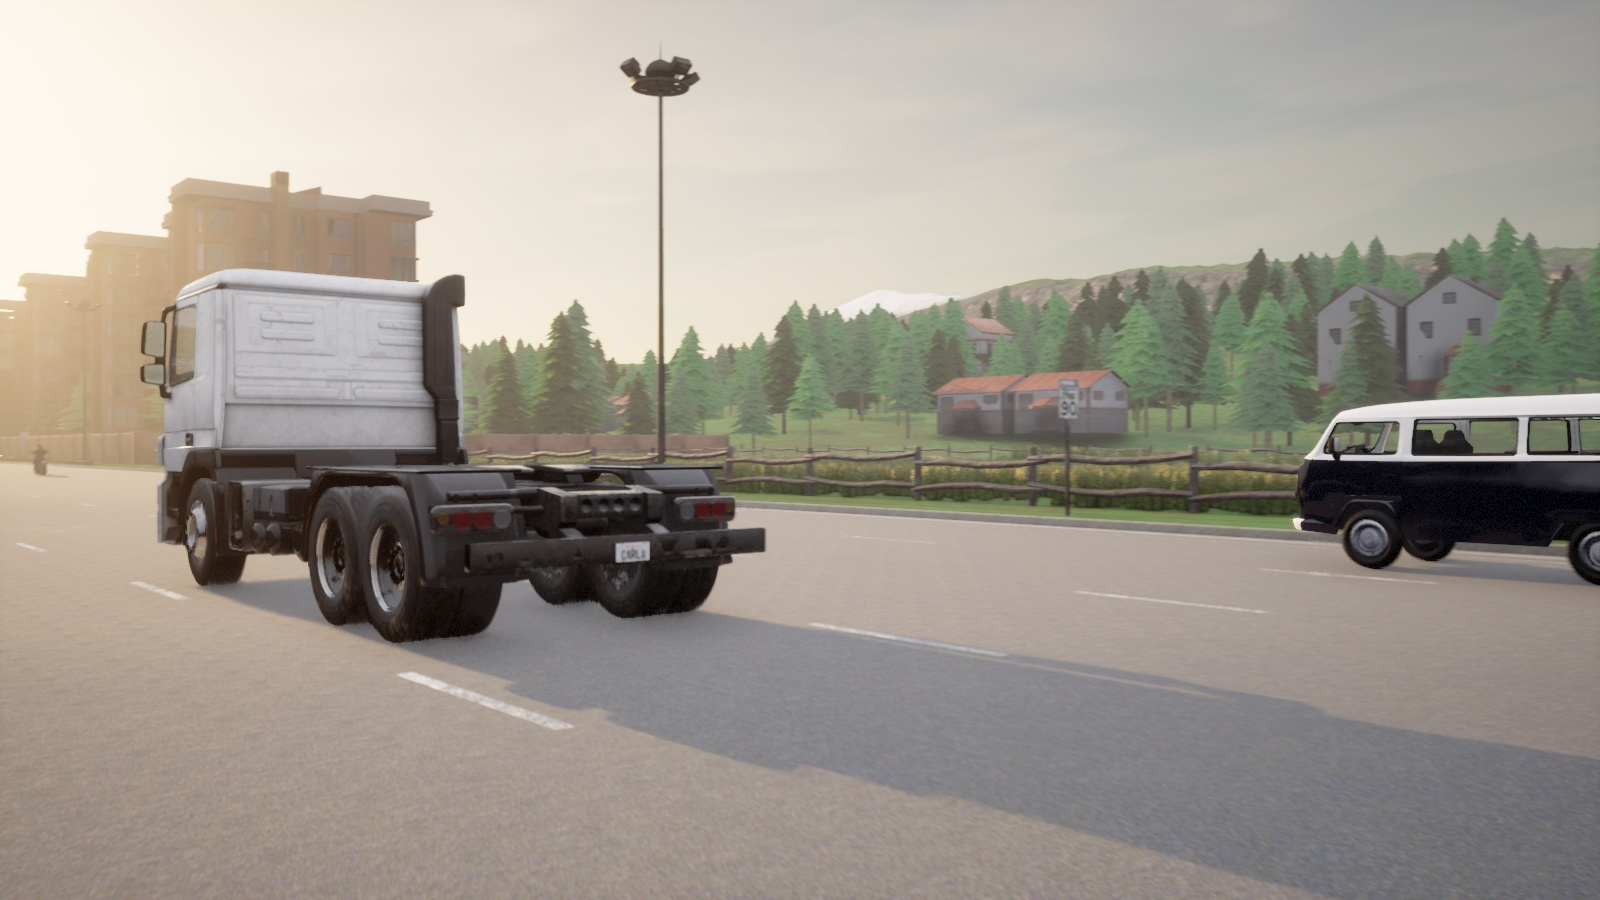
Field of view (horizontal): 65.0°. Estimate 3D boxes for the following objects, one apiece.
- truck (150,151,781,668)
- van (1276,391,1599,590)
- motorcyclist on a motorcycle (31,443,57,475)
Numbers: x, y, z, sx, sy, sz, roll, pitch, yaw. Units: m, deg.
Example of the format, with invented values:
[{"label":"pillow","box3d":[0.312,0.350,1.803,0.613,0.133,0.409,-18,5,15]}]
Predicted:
[{"label":"truck","box3d":[-3.817,-0.285,12.367,2.891,3.462,7.936,0,0,-40]},{"label":"van","box3d":[8.124,0.408,14.501,2.069,2.038,4.480,0,0,-40]},{"label":"motorcyclist on a motorcycle","box3d":[-39.163,0.442,65.013,0.766,1.649,2.350,0,0,-41]}]
